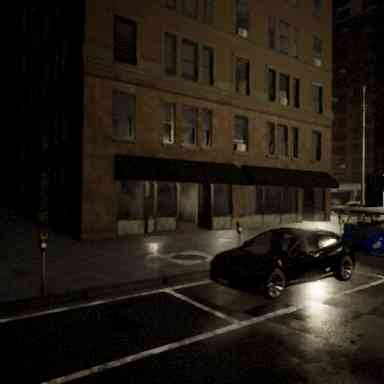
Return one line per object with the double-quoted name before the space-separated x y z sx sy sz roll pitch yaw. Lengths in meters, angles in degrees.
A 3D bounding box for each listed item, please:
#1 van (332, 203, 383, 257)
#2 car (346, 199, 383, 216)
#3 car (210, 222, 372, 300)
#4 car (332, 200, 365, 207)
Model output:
"van" 6.929 1.413 11.681 3.998 1.788 1.690 0 0 -35
"car" 18.258 1.557 33.070 2.128 1.511 4.902 1 0 -35
"car" 2.460 1.606 8.503 4.313 1.339 1.947 0 0 -35
"car" 15.713 1.616 31.017 1.895 1.301 4.718 1 0 -35
